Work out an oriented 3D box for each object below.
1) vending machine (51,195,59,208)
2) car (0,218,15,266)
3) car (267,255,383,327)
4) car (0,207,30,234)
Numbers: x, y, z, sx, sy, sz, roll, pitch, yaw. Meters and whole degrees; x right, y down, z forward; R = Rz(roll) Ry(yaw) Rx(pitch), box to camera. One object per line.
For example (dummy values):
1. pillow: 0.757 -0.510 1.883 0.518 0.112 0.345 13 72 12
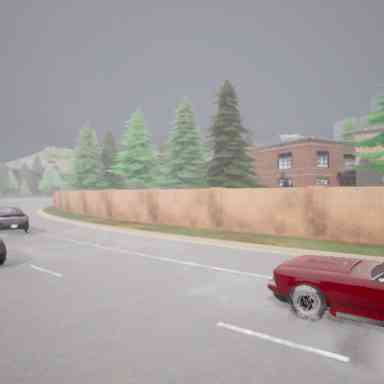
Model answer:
1. vending machine: -22.409 1.486 54.431 1.100 2.100 0.880 0 0 -16
2. car: -7.640 1.625 10.793 4.181 1.385 1.994 0 0 44
3. car: 3.778 1.627 5.665 4.718 1.301 1.895 0 0 36
4. car: -10.970 1.598 19.358 2.128 1.511 4.902 0 0 -41
